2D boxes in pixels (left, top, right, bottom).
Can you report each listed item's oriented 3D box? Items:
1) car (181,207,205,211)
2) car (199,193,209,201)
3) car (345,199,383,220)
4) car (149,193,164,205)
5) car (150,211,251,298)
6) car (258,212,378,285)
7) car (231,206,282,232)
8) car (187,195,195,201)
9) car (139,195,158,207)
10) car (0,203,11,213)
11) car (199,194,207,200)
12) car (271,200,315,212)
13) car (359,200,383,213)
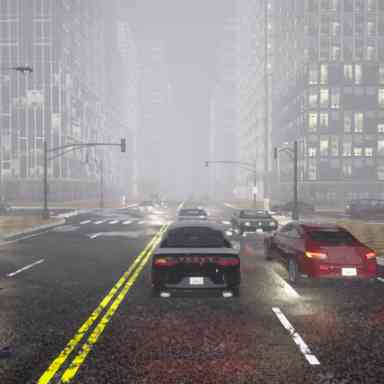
[{"bbox_3d":[0.039,1.538,18.388,2.033,1.411,5.357,0,0,0],"label":"car"},{"bbox_3d":[2.995,1.143,79.970,2.150,2.045,5.566,0,0,0],"label":"car"},{"bbox_3d":[16.108,1.519,29.193,5.009,1.841,2.192,1,0,1],"label":"car"},{"bbox_3d":[-6.767,1.175,59.694,2.150,2.045,5.566,0,0,0],"label":"car"},{"bbox_3d":[0.068,1.474,8.567,1.882,1.535,5.008,0,0,0],"label":"car"},{"bbox_3d":[3.321,1.521,9.332,1.812,1.442,4.674,0,0,0],"label":"car"},{"bbox_3d":[3.291,1.591,18.451,1.895,1.301,4.718,0,0,0],"label":"car"},{"bbox_3d":[-0.254,1.427,79.306,1.837,1.490,4.892,0,0,0],"label":"car"},{"bbox_3d":[-6.753,1.528,50.662,1.994,1.385,4.181,0,0,0],"label":"car"},{"bbox_3d":[-20.084,1.364,32.263,4.674,1.442,1.812,1,1,1],"label":"car"},{"bbox_3d":[2.961,1.267,90.358,2.128,1.511,4.902,0,0,0],"label":"car"},{"bbox_3d":[10.578,1.584,35.287,4.674,1.442,1.812,1,1,4],"label":"car"},{"bbox_3d":[21.690,1.643,37.497,4.829,1.417,1.752,1,0,1],"label":"car"}]
